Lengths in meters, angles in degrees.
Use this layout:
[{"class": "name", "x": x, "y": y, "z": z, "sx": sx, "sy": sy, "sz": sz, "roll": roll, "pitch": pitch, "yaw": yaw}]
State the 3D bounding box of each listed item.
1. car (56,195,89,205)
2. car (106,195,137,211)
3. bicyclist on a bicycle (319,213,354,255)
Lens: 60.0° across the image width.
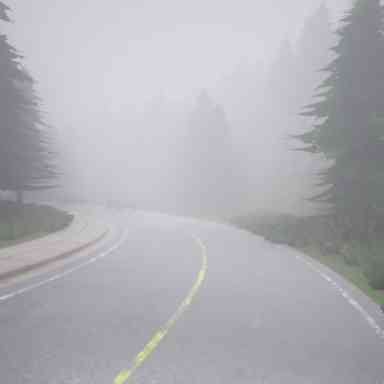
[{"class": "car", "x": -16.361, "y": 1.037, "z": 45.211, "sx": 4.718, "sy": 1.301, "sz": 1.895, "roll": 2, "pitch": 0, "yaw": 31}, {"class": "car", "x": -8.053, "y": 1.112, "z": 37.649, "sx": 2.097, "sy": 1.767, "sz": 4.553, "roll": 2, "pitch": 0, "yaw": -36}, {"class": "bicyclist on a bicycle", "x": 5.730, "y": 1.644, "z": 12.884, "sx": 1.656, "sy": 1.620, "sz": 0.582, "roll": -1, "pitch": 0, "yaw": 0}]
